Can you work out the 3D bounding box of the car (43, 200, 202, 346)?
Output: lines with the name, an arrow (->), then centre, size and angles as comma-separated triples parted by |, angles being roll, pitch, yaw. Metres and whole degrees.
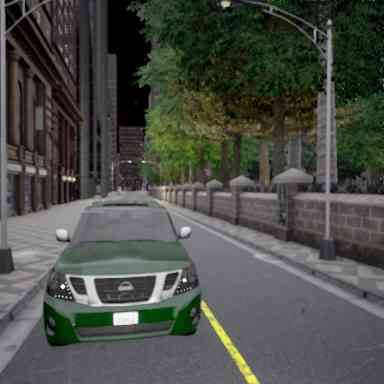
car -> -1.358, 1.221, 6.846 | 2.150, 2.045, 5.566 | 0, 0, -11
